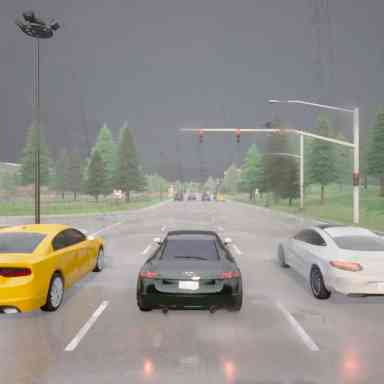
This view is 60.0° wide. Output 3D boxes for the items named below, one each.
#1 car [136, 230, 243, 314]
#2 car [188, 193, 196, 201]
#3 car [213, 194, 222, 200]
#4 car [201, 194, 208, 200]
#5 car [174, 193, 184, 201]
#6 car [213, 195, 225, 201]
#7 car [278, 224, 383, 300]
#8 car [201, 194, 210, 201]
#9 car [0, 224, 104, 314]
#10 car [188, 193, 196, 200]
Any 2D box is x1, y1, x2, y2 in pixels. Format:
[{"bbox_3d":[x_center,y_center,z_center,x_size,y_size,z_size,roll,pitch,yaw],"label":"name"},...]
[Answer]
[{"bbox_3d":[0.001,1.564,7.709,1.994,1.385,4.181,0,0,2],"label":"car"},{"bbox_3d":[-0.003,1.348,82.055,2.097,1.767,4.553,0,0,0],"label":"car"},{"bbox_3d":[6.996,1.385,92.088,1.994,1.385,4.181,0,0,0],"label":"car"},{"bbox_3d":[3.496,1.332,92.088,1.837,1.490,4.892,0,0,0],"label":"car"},{"bbox_3d":[-3.503,1.588,82.115,1.895,1.301,4.718,0,0,0],"label":"car"},{"bbox_3d":[6.997,1.469,81.668,1.882,1.535,5.008,0,0,0],"label":"car"},{"bbox_3d":[3.518,1.526,8.283,1.812,1.442,4.674,0,0,1],"label":"car"},{"bbox_3d":[3.497,1.545,82.085,1.994,1.385,4.181,0,0,0],"label":"car"},{"bbox_3d":[-3.488,1.478,7.738,1.882,1.535,5.008,0,0,0],"label":"car"},{"bbox_3d":[-0.004,1.188,92.058,2.097,1.767,4.553,0,0,0],"label":"car"}]
